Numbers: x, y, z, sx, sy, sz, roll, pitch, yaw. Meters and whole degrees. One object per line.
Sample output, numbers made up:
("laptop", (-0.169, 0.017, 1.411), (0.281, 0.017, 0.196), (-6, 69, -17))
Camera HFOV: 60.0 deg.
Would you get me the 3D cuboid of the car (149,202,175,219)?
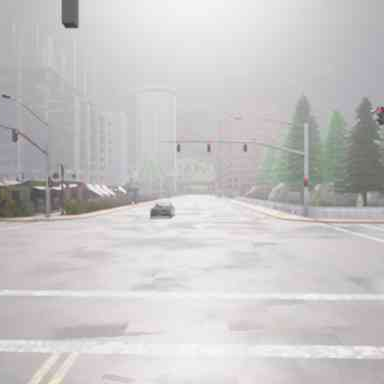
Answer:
("car", (-2.579, 1.603, 29.665), (1.895, 1.301, 4.718), (0, 0, 2))
